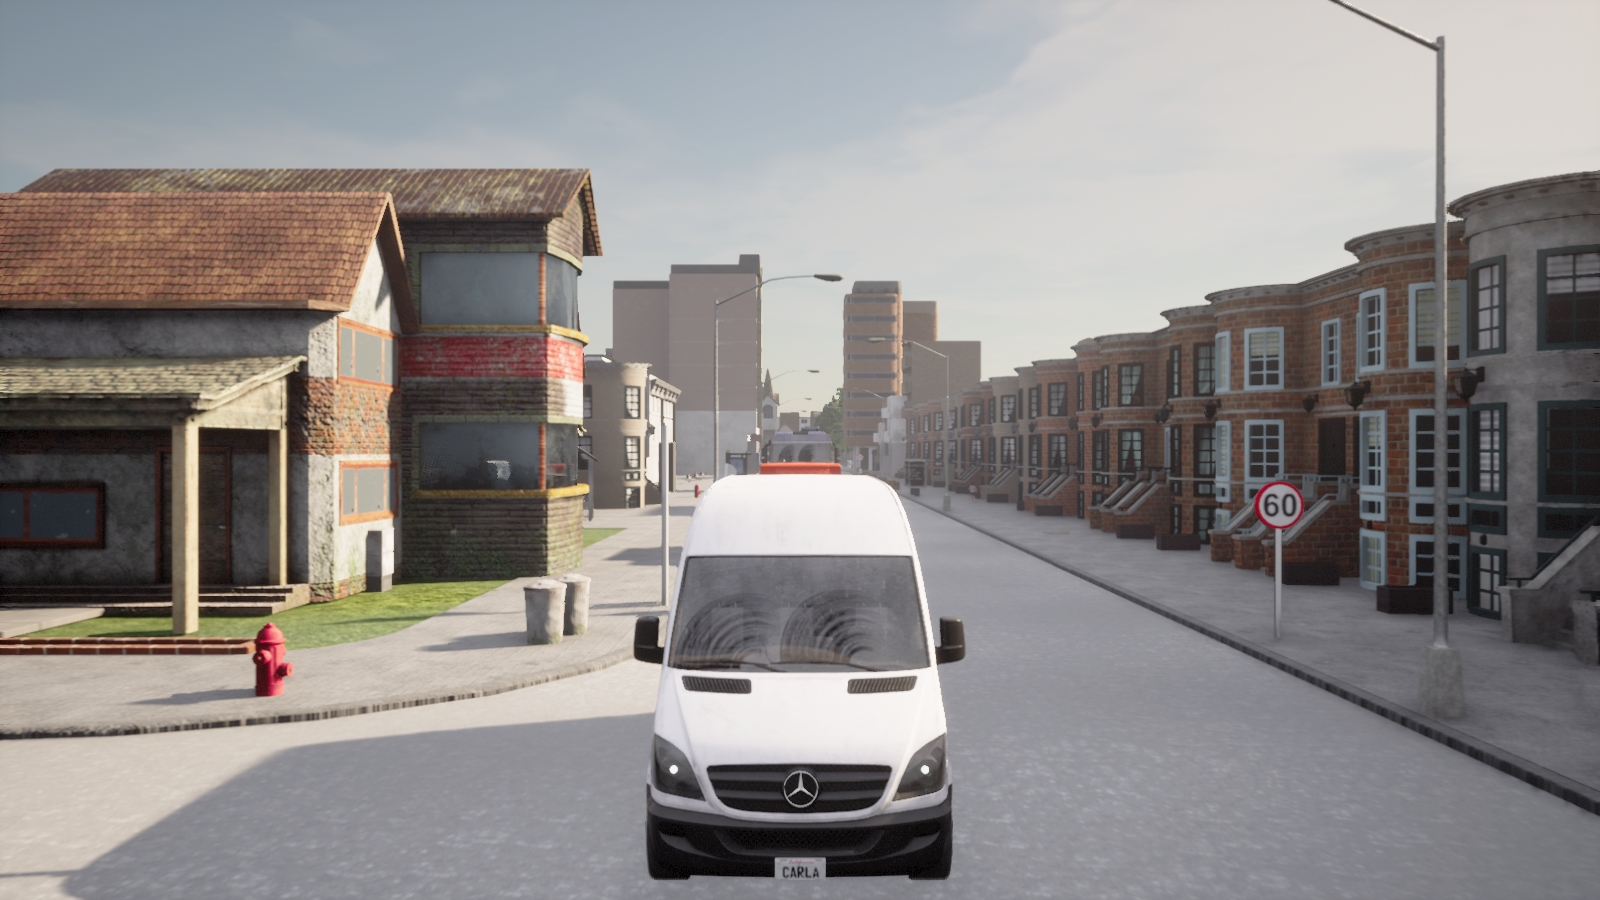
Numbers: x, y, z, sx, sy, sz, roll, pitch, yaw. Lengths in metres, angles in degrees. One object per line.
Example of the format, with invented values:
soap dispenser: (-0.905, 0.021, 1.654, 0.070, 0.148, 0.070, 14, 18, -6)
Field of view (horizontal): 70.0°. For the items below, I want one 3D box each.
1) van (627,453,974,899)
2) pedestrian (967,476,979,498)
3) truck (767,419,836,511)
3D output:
van: (0.003, 1.314, 9.492, 1.988, 2.561, 5.915, 0, 0, 0)
pedestrian: (8.952, 1.900, 59.187, 0.500, 1.100, 0.500, 0, 0, -8)
truck: (0.029, 0.662, 51.922, 2.891, 3.827, 8.468, 0, -1, 0)
